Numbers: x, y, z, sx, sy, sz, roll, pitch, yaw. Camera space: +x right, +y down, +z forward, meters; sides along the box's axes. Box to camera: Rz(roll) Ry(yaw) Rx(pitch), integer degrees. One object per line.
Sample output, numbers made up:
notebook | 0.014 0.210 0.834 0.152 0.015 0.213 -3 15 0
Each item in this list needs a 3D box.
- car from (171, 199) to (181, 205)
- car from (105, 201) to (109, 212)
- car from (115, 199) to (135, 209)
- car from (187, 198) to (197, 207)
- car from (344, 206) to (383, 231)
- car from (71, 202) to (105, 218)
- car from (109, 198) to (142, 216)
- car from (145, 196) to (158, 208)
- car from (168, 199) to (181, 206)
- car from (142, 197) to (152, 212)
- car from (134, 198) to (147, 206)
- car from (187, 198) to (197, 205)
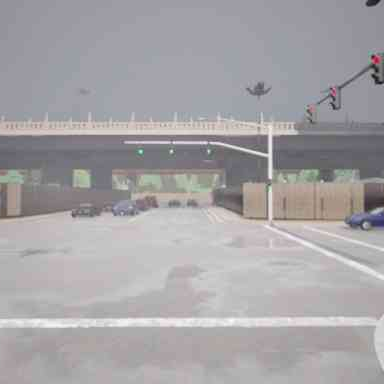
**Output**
car | -3.459 2.128 73.268 1.895 1.301 4.718 0 0 0
car | -10.568 1.869 41.876 1.994 1.385 4.181 0 0 0
car | -10.557 1.876 52.785 2.128 1.511 4.902 0 0 0
car | 0.035 2.059 62.910 1.895 1.301 4.718 0 0 0
car | 12.038 1.623 20.765 4.674 1.442 1.812 0 0 1
car | -10.567 1.808 33.493 1.994 1.385 4.181 0 0 1
car | -7.069 1.614 35.935 2.097 1.767 4.553 0 0 0
car | -7.047 1.634 56.454 2.150 2.045 5.566 0 -1 0
car | -3.465 2.062 63.275 1.895 1.301 4.718 0 0 0
car | -7.061 1.807 45.162 1.882 1.535 5.008 0 0 0
car | -10.462 2.038 68.168 1.837 1.490 4.892 0 0 0
car | 0.041 2.058 73.236 2.128 1.511 4.902 0 0 0
